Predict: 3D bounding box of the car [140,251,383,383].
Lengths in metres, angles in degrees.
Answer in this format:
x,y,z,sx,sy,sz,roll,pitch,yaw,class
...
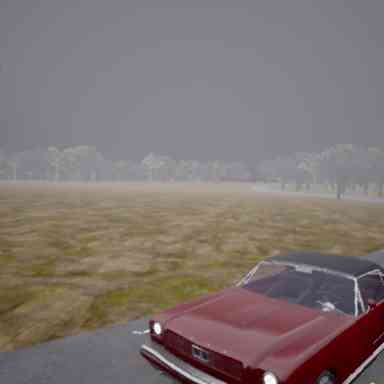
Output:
x,y,z,sx,sy,sz,roll,pitch,yaw,class
1.635,1.634,4.711,4.718,1.301,1.895,1,0,-45,car
